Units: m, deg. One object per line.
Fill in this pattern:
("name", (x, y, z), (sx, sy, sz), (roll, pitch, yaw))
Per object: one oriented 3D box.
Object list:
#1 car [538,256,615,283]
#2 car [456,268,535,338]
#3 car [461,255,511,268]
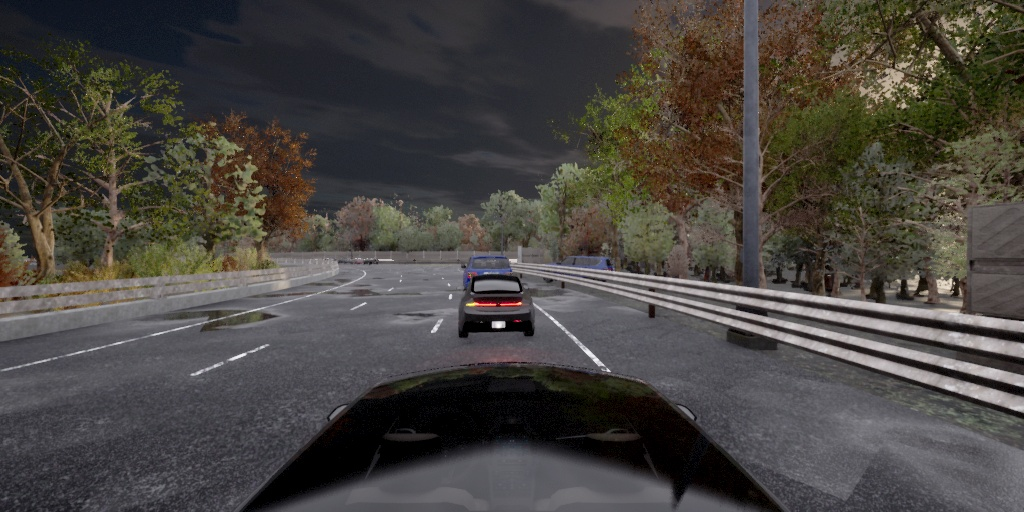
("car", (4.671, 1.000, 26.061), (5.566, 2.045, 2.150), (3, 1, 28))
("car", (-0.517, 1.254, 10.252), (1.837, 1.490, 4.892), (0, 0, -5))
("car", (-1.269, 0.971, 17.571), (2.150, 2.045, 5.566), (0, 0, -9))
